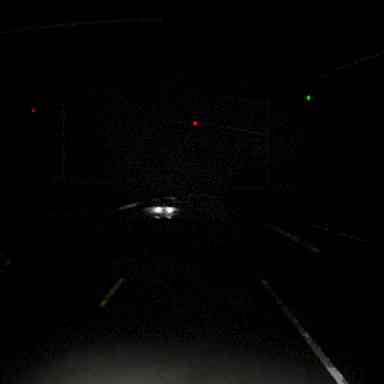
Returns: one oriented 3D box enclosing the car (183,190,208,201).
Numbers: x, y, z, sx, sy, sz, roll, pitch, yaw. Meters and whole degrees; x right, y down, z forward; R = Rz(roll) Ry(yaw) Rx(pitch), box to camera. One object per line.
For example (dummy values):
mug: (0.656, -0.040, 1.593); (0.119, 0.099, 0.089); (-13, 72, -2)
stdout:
car: (0.760, 0.728, 64.904); (5.566, 2.045, 2.150); (0, 1, -43)

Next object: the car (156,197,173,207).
car: (-3.587, 1.275, 44.005); (1.895, 1.301, 4.718); (0, 0, 0)
